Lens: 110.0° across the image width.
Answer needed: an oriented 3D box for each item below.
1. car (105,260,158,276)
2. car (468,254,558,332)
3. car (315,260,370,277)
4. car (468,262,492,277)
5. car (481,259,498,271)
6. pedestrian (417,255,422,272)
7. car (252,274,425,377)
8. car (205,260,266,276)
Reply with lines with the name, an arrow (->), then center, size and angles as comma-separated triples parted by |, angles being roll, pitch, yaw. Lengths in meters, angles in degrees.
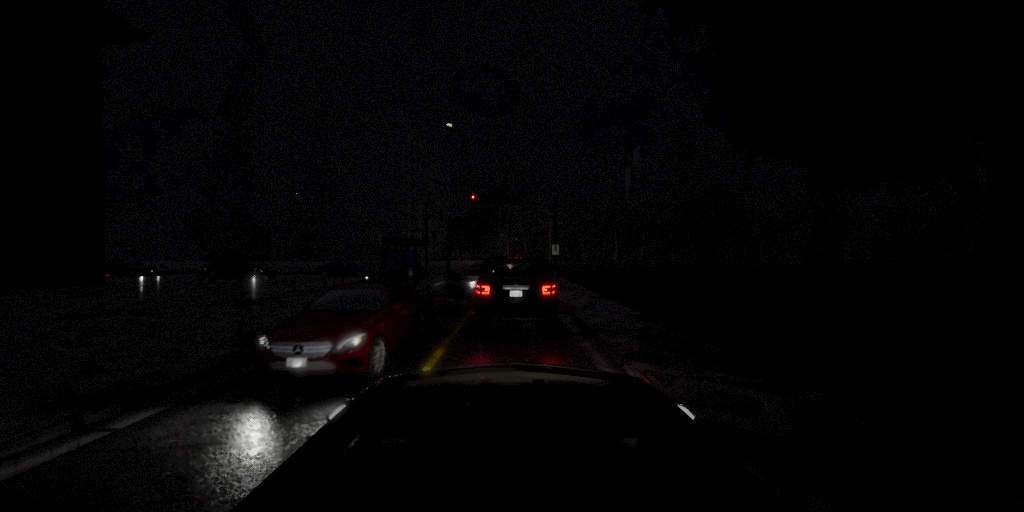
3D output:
car -> -35.719, 1.136, 33.213 | 4.892, 1.490, 1.837 | 0, 1, 2
car -> 0.098, 0.965, 10.992 | 2.150, 2.045, 5.566 | 0, 0, 0
car -> -15.160, 1.167, 32.680 | 5.008, 1.535, 1.882 | 0, 1, 0
car -> -3.088, 1.277, 35.231 | 1.994, 1.385, 4.181 | 0, 0, 0
car -> -3.086, 1.230, 50.555 | 2.033, 1.411, 5.357 | 0, 0, 0
pedestrian -> -10.075, 0.789, 38.780 | 0.375, 1.860, 0.375 | 0, 0, 1
car -> -3.098, 1.272, 7.491 | 1.812, 1.442, 4.674 | 0, 0, 0
car -> -25.346, 1.166, 32.937 | 4.892, 1.490, 1.837 | 0, 1, 1
